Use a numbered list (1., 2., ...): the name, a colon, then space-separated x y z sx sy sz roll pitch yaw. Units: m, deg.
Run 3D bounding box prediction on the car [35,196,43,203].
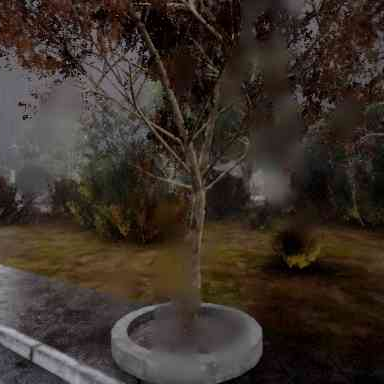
1. car: -20.718 1.215 47.080 2.033 1.411 5.357 1 0 32
